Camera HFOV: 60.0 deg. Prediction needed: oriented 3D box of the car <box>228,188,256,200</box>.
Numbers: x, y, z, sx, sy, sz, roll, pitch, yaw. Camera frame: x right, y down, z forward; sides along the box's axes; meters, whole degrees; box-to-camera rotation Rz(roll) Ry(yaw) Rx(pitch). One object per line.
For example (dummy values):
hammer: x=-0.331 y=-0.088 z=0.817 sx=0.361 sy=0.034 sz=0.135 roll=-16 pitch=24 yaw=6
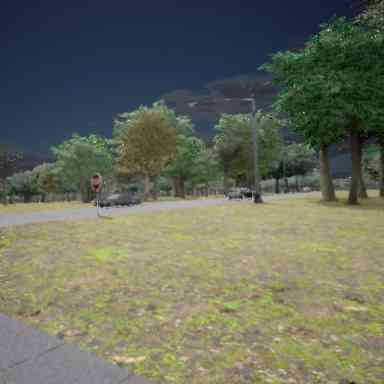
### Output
car: x=6.230 y=0.240 z=41.536 sx=2.128 sy=1.511 sz=4.902 roll=-3 pitch=-1 yaw=34

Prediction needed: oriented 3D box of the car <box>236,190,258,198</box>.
car: x=9.801 y=0.312 z=59.127 sx=1.895 sy=1.301 sz=4.718 roll=-3 pitch=0 yaw=34

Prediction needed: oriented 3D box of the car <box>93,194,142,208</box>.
car: x=-7.440 y=0.882 z=33.954 sx=2.033 sy=1.411 sz=5.357 roll=-3 pitch=0 yaw=34

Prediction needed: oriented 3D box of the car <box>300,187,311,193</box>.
car: x=30.744 y=-0.542 z=89.956 sx=1.812 sy=1.442 sz=4.674 roll=-3 pitch=0 yaw=34
